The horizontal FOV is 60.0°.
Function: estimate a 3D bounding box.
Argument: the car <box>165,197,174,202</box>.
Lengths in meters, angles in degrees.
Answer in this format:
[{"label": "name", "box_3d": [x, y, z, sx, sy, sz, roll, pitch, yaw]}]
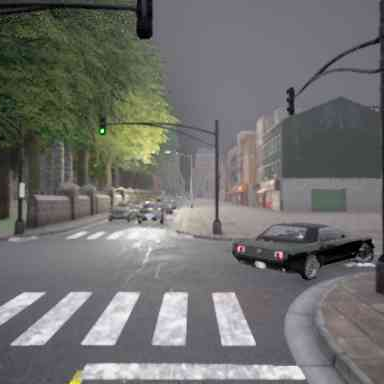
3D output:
[{"label": "car", "box_3d": [-6.019, 1.928, 88.520, 2.008, 1.369, 4.403, 1, 0, 0]}]

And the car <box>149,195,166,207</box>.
[{"label": "car", "box_3d": [-5.737, 1.487, 55.822, 2.192, 1.841, 5.009, 1, 0, 0]}]

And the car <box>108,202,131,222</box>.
[{"label": "car", "box_3d": [-5.524, 1.614, 26.885, 2.008, 1.369, 4.403, 1, 0, 0]}]

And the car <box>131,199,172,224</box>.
[{"label": "car", "box_3d": [-2.958, 1.550, 25.360, 2.128, 1.511, 4.902, 0, 0, 0]}]

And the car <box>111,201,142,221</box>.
[{"label": "car", "box_3d": [-5.565, 1.594, 28.859, 1.752, 1.417, 4.829, 1, 0, 0]}]

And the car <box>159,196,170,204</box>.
[{"label": "car", "box_3d": [-5.879, 1.704, 72.171, 1.967, 1.590, 4.097, 1, 0, 0]}]

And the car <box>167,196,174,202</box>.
[{"label": "car", "box_3d": [-6.064, 1.944, 93.802, 1.752, 1.417, 4.829, 1, 0, 0]}]

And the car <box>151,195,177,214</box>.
[{"label": "car", "box_3d": [-3.040, 1.441, 35.255, 2.097, 1.767, 4.553, 0, 0, 0]}]

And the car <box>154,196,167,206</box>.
[{"label": "car", "box_3d": [-5.786, 1.640, 61.271, 1.967, 1.590, 4.097, 1, 0, 0]}]

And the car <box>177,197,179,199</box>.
[{"label": "car", "box_3d": [-3.120, 1.688, 45.131, 1.994, 1.385, 4.181, 0, 0, -1]}]

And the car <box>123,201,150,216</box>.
[{"label": "car", "box_3d": [-5.557, 1.635, 34.021, 2.008, 1.369, 4.403, 1, 0, 0]}]

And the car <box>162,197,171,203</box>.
[{"label": "car", "box_3d": [-5.925, 1.824, 77.451, 1.752, 1.417, 4.829, 1, 0, 0]}]

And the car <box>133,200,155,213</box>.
[{"label": "car", "box_3d": [-5.603, 1.668, 39.471, 1.947, 1.339, 4.313, 1, 0, 0]}]

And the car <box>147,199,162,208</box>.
[{"label": "car", "box_3d": [-5.696, 1.728, 50.370, 1.802, 1.307, 4.206, 1, 0, 0]}]

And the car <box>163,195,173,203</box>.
[{"label": "car", "box_3d": [-5.969, 1.653, 83.073, 2.192, 1.841, 5.009, 1, 0, 0]}]

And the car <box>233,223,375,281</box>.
[{"label": "car", "box_3d": [3.464, 1.549, 9.754, 4.718, 1.301, 1.895, 0, -1, -39]}]
